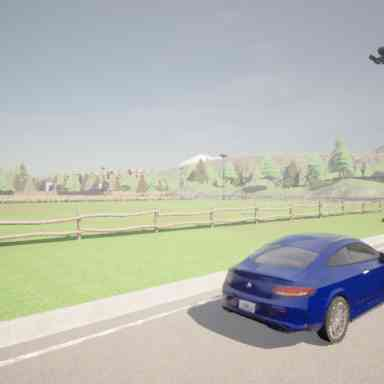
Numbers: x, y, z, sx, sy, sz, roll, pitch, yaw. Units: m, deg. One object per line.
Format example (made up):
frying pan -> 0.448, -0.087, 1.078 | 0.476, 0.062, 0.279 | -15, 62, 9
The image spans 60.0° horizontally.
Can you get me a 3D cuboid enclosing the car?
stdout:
car -> 2.562, 1.525, 6.436 | 4.674, 1.442, 1.812 | 0, 0, -41
